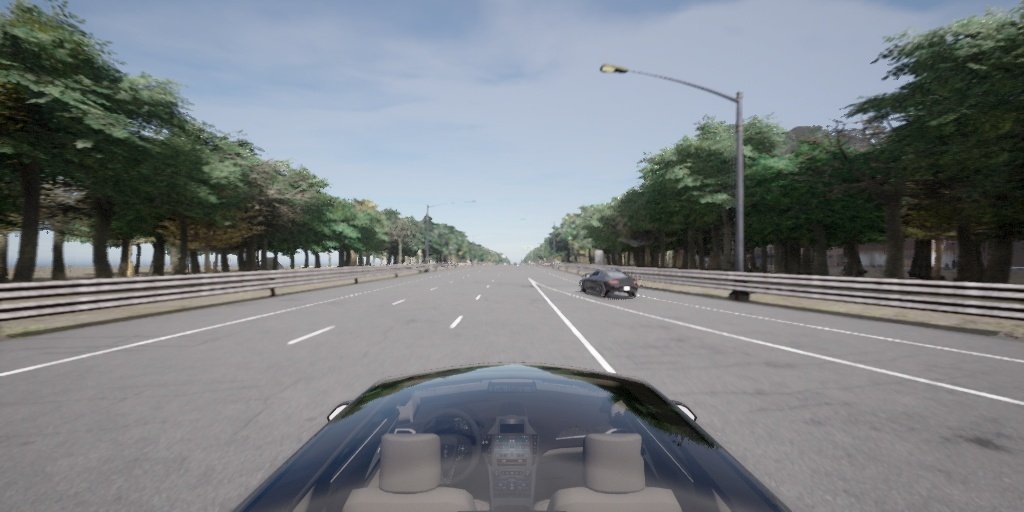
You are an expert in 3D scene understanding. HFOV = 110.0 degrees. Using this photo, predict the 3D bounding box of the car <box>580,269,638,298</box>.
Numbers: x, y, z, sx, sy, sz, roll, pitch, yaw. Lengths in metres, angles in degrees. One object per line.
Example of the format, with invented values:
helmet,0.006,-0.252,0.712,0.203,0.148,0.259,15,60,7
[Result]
car,5.326,1.463,20.084,1.812,1.442,4.674,0,-1,-10
